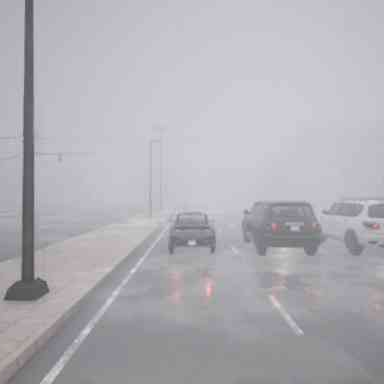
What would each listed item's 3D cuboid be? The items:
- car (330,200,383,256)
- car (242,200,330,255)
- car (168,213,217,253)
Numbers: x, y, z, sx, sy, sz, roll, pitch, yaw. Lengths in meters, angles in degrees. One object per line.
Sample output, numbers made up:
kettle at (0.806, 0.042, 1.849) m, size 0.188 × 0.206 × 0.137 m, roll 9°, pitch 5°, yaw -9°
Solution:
car at (7.005, 1.353, 13.979) m, size 2.150 × 2.045 × 5.566 m, roll 0°, pitch 0°, yaw 0°
car at (3.505, 1.353, 13.988) m, size 2.150 × 2.045 × 5.566 m, roll 0°, pitch 0°, yaw 0°
car at (0.009, 1.632, 14.264) m, size 2.128 × 1.511 × 4.902 m, roll 0°, pitch 0°, yaw 0°
